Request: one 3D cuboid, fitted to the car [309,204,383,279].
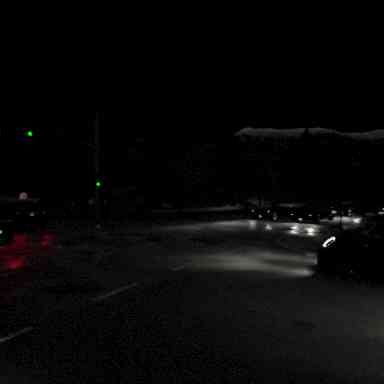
[{"bbox_3d":[5.690,1.354,8.532,4.553,1.767,2.097,0,0,36],"label":"car"}]

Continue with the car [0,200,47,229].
[{"bbox_3d":[-10.959,1.345,20.409,4.553,1.767,2.097,0,0,35],"label":"car"}]

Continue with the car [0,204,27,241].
[{"bbox_3d":[-10.131,1.487,15.518,4.902,1.511,2.128,0,0,35],"label":"car"}]

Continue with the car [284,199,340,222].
[{"bbox_3d":[9.381,1.538,25.515,2.033,1.411,5.357,0,0,41],"label":"car"}]

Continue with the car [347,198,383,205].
[{"bbox_3d":[16.372,1.480,32.174,4.902,1.511,2.128,0,0,-40],"label":"car"}]

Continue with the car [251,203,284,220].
[{"bbox_3d":[6.898,1.591,27.898,1.895,1.301,4.718,0,0,43],"label":"car"}]

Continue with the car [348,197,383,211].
[{"bbox_3d":[21.193,1.464,40.320,5.008,1.535,1.882,0,0,-35],"label":"car"}]

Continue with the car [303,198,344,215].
[{"bbox_3d":[13.658,1.466,34.425,5.008,1.535,1.882,0,0,-41],"label":"car"}]
